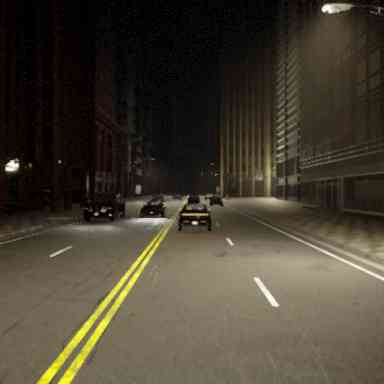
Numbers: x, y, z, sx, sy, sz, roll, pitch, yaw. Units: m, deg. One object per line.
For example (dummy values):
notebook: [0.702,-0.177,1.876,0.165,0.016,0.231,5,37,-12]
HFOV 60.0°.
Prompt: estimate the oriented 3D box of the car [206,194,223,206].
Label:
car: [3.526,1.332,49.099,2.033,1.411,5.357,0,0,0]

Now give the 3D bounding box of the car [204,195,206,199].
car: [3.514,1.146,68.724,2.128,1.511,4.902,0,1,0]

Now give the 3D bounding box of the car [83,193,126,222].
car: [-6.505,1.115,25.398,2.150,2.045,5.566,0,1,0]

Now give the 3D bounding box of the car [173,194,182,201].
car: [-2.982,1.141,69.934,2.033,1.411,5.357,0,0,0]

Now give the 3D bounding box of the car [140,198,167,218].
car: [-3.238,1.453,28.513,1.994,1.385,4.181,0,0,0]

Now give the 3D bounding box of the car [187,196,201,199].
car: [0.287,1.256,49.012,1.882,1.535,5.008,0,0,0]

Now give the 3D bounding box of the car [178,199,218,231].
car: [0.173,1.422,20.115,2.128,1.511,4.902,0,0,0]

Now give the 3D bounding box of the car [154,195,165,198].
car: [-6.270,1.211,63.990,1.994,1.385,4.181,0,1,1]
